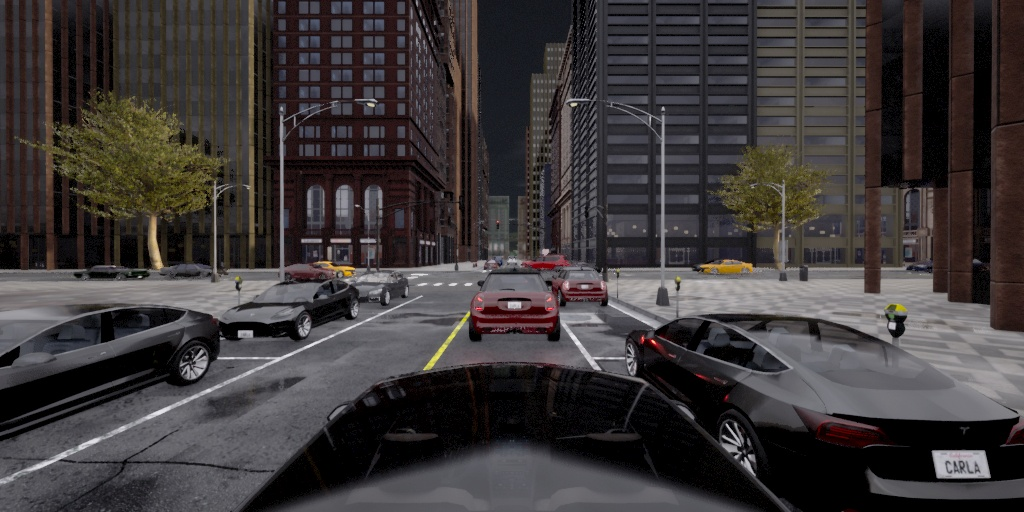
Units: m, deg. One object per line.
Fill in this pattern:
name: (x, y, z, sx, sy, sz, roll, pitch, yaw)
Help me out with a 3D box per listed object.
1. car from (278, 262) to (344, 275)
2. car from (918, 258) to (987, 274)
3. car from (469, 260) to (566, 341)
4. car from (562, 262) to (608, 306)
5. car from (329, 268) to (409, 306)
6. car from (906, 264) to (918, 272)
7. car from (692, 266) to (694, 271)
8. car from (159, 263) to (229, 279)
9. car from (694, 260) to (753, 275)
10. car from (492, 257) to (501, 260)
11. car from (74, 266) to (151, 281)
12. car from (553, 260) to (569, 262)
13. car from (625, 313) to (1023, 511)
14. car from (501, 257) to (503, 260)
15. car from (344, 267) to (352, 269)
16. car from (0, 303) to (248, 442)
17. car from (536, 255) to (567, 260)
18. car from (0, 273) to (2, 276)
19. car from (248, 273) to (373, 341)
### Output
car: (-17.233, 1.344, 30.415, 4.674, 1.442, 1.812, 0, 0, -2)
car: (45.803, 0.996, 37.113, 4.553, 1.767, 2.097, 0, 0, 0)
car: (0.077, 1.102, 10.017, 2.097, 1.767, 4.553, 0, 0, 1)
car: (2.778, 1.190, 15.553, 1.967, 1.591, 4.097, 0, 0, 0)
car: (-5.747, 1.301, 15.562, 2.007, 1.370, 4.403, 0, 0, 0)
car: (47.852, 1.174, 40.347, 5.357, 1.411, 2.033, 0, 0, 0)
car: (22.945, 1.178, 40.405, 4.892, 1.490, 1.837, 0, 0, 0)
car: (-29.814, 1.384, 33.654, 5.357, 1.411, 2.033, 0, 0, 0)
car: (22.119, 1.169, 37.155, 5.008, 1.535, 1.882, 0, 0, 0)
car: (-3.011, 1.295, 52.021, 1.812, 1.442, 4.674, 0, 0, 1)
car: (-33.764, 1.466, 30.402, 4.718, 1.301, 1.895, 0, 0, 0)
car: (6.650, 1.331, 37.140, 4.718, 1.301, 1.895, 0, 0, 0)
car: (2.765, 1.316, 4.281, 1.948, 1.339, 4.313, 0, 0, 0)
car: (-3.006, 1.381, 64.067, 1.895, 1.301, 4.718, 0, 0, 0)
car: (-17.306, 1.281, 33.660, 5.008, 1.535, 1.882, 0, 0, 1)
car: (-5.760, 1.316, 4.288, 1.948, 1.339, 4.313, 0, 0, 0)
car: (3.810, 0.949, 41.185, 5.566, 2.045, 2.150, -1, 2, 18)
car: (-51.791, 1.448, 33.725, 5.357, 1.411, 2.033, 0, 0, 0)
car: (-5.754, 1.316, 9.925, 1.948, 1.339, 4.313, 0, 0, 0)
